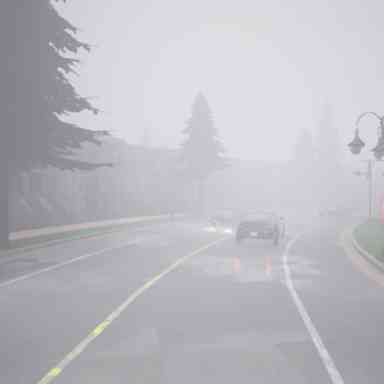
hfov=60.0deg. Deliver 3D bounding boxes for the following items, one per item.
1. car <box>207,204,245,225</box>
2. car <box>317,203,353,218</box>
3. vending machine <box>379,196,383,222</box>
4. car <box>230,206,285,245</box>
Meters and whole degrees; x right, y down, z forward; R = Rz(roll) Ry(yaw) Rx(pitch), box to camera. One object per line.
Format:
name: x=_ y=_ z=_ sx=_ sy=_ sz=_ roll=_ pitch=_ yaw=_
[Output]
car: x=2.992 y=1.613 z=24.059 sx=2.033 sy=1.411 sz=5.357 roll=0 pitch=0 yaw=29
car: x=14.182 y=1.756 z=32.733 sx=1.895 sy=1.301 sz=4.718 roll=0 pitch=0 yaw=45
vending machine: x=15.923 y=1.351 z=27.057 sx=1.100 sy=2.100 sz=0.880 roll=0 pitch=0 yaw=41
car: x=3.357 y=1.579 z=16.011 sx=1.812 sy=1.442 sz=4.674 roll=0 pitch=0 yaw=20
